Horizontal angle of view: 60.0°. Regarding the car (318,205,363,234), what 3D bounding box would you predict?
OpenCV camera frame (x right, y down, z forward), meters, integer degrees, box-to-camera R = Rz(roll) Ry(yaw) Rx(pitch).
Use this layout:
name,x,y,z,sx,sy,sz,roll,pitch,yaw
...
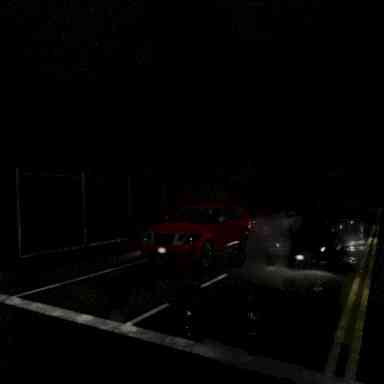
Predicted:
name,x,y,z,sx,sy,sz,roll,pitch,yaw
car,9.482,1.733,21.024,1.812,1.442,4.674,-1,-1,30

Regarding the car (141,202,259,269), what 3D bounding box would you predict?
name,x,y,z,sx,sy,sz,roll,pitch,yaw
car,0.462,1.432,12.488,2.150,2.045,5.566,-1,-1,30

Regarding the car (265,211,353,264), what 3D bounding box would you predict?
name,x,y,z,sx,sy,sz,roll,pitch,yaw
car,4.754,1.705,12.904,2.033,1.411,5.357,-1,-1,30

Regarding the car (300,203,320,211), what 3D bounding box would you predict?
name,x,y,z,sx,sy,sz,roll,pitch,yaw
car,10.642,1.796,30.019,1.882,1.535,5.008,-1,-1,30

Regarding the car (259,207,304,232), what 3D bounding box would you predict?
name,x,y,z,sx,sy,sz,roll,pitch,yaw
car,5.361,1.863,20.924,1.895,1.301,4.718,-1,-1,30

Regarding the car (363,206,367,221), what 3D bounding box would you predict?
name,x,y,z,sx,sy,sz,roll,pitch,yaw
car,14.582,1.863,29.824,1.895,1.301,4.718,-1,-1,30
